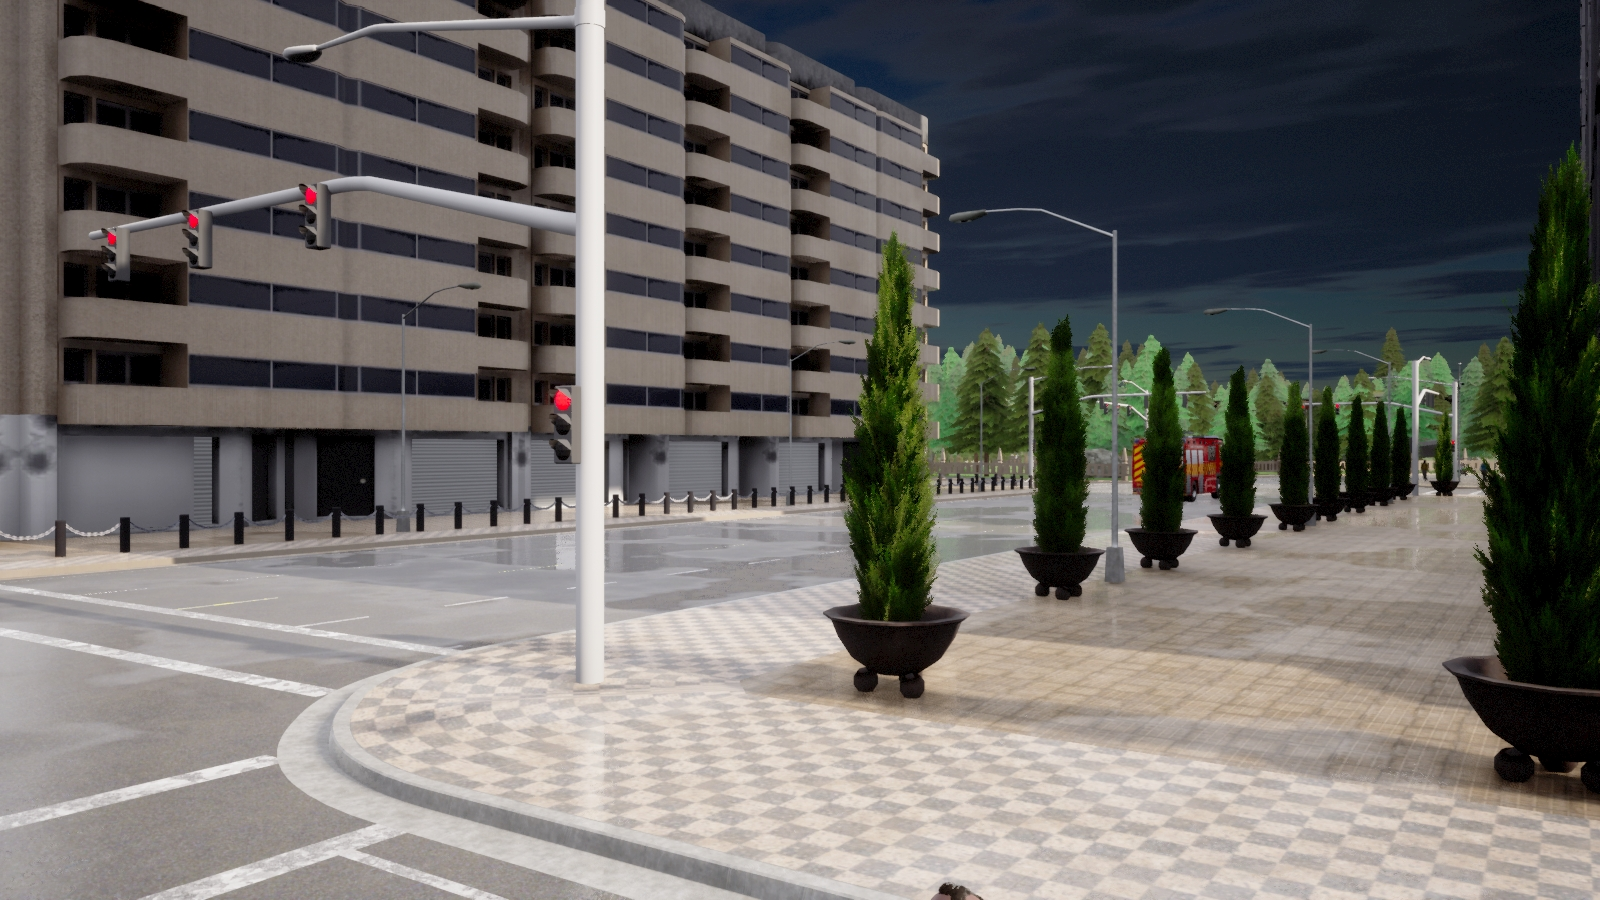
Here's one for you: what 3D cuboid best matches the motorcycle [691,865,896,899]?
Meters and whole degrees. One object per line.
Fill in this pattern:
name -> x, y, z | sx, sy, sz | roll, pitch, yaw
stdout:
motorcycle -> 0.516, 2.205, 3.364 | 2.209, 1.251, 0.867 | 0, 0, 34

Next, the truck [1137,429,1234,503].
truck -> 21.438, 0.835, 63.219 | 2.891, 3.827, 8.468 | 0, 0, 34
